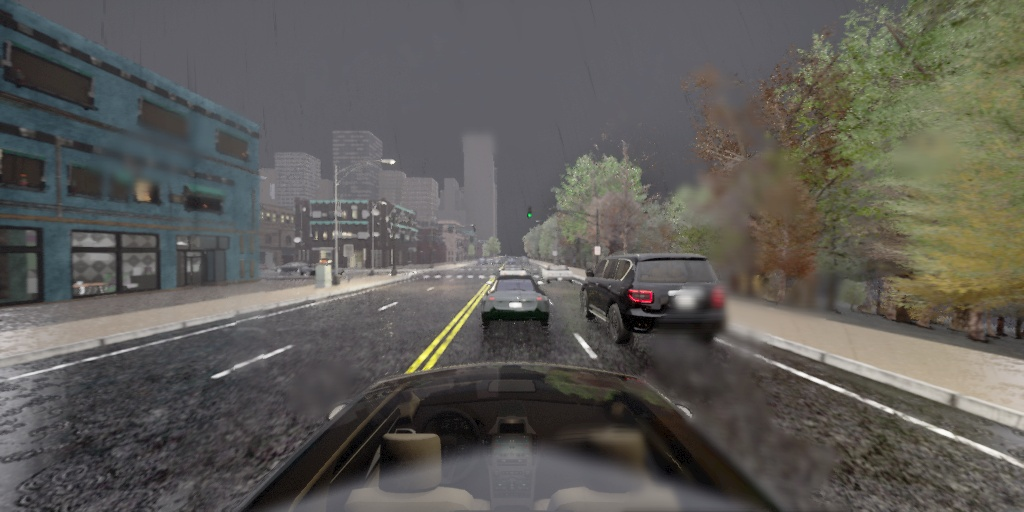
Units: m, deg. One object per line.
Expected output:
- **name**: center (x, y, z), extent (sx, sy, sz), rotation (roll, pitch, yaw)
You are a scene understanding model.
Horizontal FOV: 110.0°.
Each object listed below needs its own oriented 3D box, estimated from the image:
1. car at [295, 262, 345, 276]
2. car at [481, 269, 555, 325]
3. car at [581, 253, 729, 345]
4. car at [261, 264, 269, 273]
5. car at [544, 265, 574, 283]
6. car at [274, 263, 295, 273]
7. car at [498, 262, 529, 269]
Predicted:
- **car**: center (-19.959, 1.519, 37.915), extent (4.313, 1.339, 1.948), rotation (0, 0, 0)
- **car**: center (0.097, 1.300, 11.732), extent (1.994, 1.385, 4.181), rotation (0, 0, 0)
- **car**: center (3.347, 0.960, 9.588), extent (2.150, 2.045, 5.566), rotation (0, 0, 0)
- **car**: center (-33.831, 1.600, 46.430), extent (4.207, 1.307, 1.802), rotation (0, 0, 0)
- **car**: center (3.342, 1.316, 27.049), extent (1.895, 1.301, 4.718), rotation (0, 0, 0)
- **car**: center (-28.295, 1.505, 46.425), extent (4.403, 1.370, 2.007), rotation (0, 0, 0)
- **car**: center (0.068, 1.317, 27.101), extent (1.895, 1.301, 4.718), rotation (0, 0, -1)
